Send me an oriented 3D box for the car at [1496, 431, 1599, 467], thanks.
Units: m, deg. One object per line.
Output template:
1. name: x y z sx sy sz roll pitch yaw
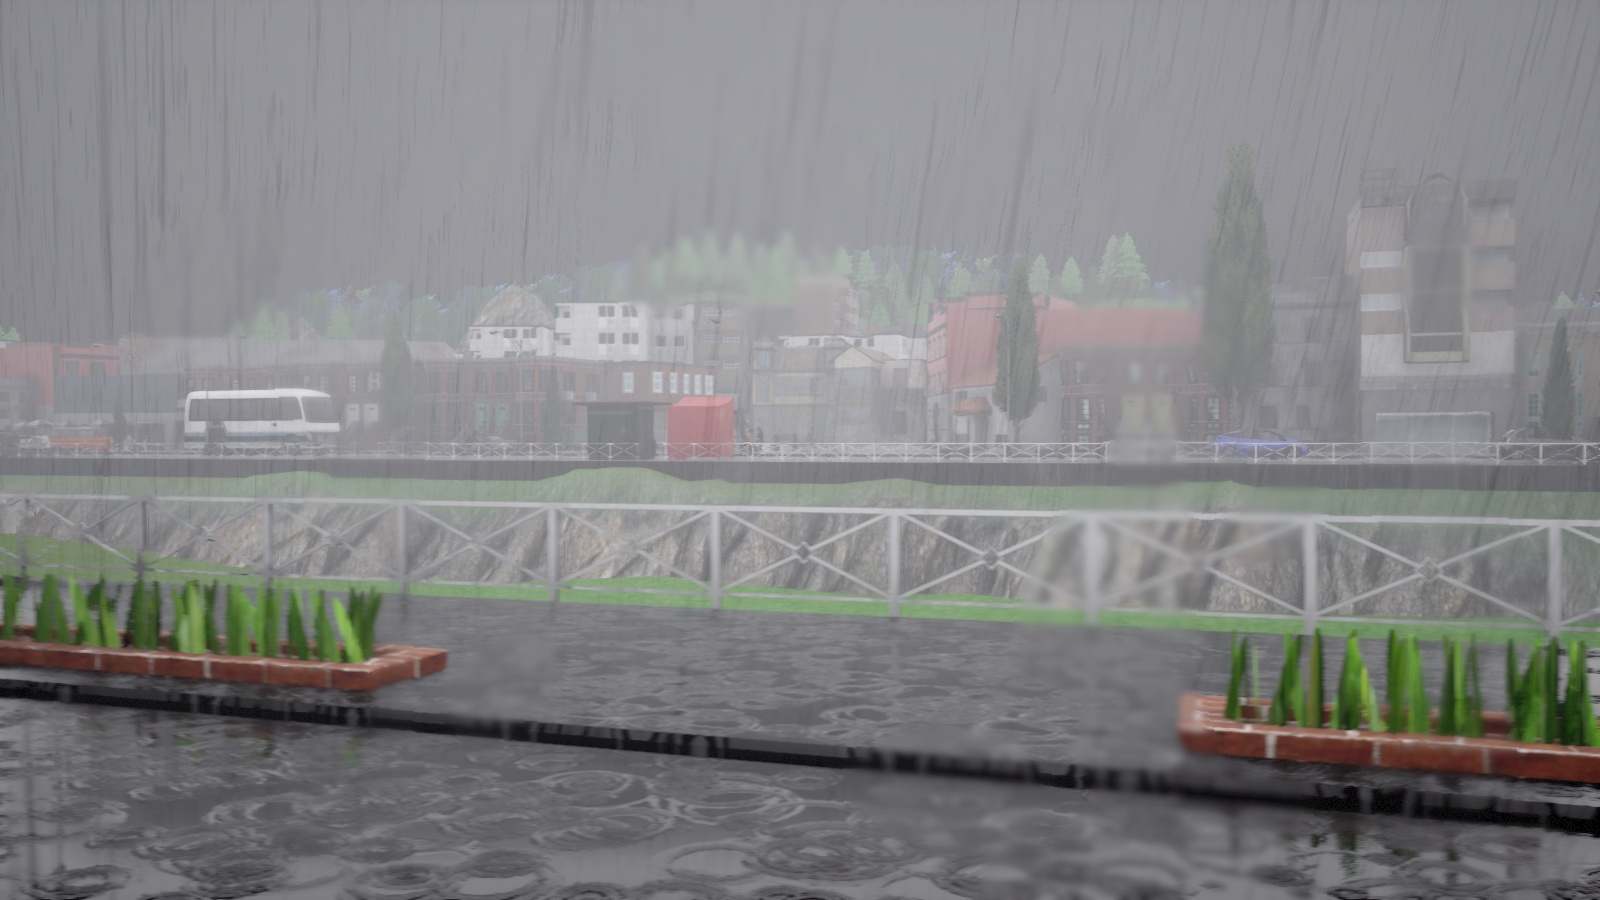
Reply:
1. car: 34.196 -0.065 57.326 3.988 1.617 1.851 1 1 19

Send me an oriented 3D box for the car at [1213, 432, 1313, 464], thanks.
1. car: 22.519 -0.123 61.252 4.514 1.525 2.007 1 1 19

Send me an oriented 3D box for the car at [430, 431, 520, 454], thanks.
1. car: -20.693 -0.485 79.995 5.357 1.411 2.033 1 1 19

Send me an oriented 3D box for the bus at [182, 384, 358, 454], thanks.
1. bus: -33.820 -1.961 80.167 10.273 4.253 3.944 1 1 19
